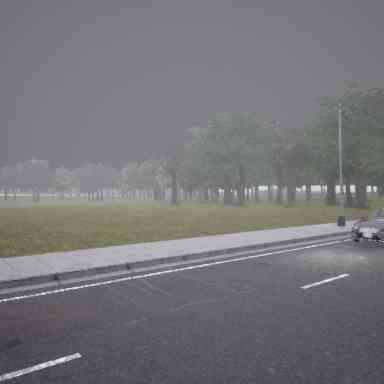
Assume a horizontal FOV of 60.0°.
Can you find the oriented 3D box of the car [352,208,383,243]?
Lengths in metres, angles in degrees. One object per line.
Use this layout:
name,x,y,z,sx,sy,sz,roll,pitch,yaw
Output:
car,9.016,1.479,14.898,4.902,1.511,2.128,0,0,-38
